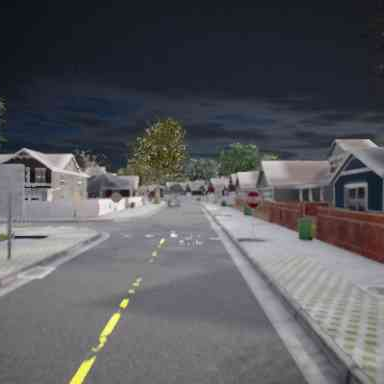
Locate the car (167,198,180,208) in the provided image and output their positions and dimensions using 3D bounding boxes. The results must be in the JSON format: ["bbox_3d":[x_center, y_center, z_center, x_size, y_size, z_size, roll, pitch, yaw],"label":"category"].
[{"bbox_3d":[-2.766,1.643,50.361,2.128,1.511,4.902,0,0,0],"label":"car"}]
